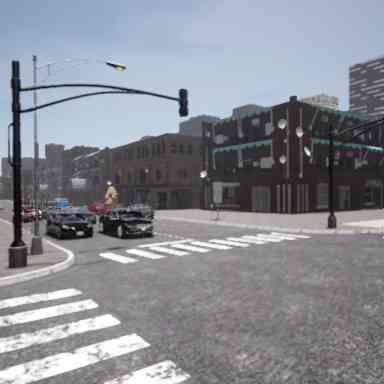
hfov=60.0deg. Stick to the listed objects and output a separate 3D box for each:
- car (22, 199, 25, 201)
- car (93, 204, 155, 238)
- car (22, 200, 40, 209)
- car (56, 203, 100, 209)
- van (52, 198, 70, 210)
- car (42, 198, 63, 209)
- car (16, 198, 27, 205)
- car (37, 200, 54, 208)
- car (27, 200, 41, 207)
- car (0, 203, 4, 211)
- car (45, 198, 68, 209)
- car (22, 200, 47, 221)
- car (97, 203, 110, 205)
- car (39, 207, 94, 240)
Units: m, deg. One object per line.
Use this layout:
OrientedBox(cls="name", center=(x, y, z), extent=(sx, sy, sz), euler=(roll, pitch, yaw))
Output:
OrientedBox(cls="car", center=(-20.396, 1.868, 42.480), extent=(2.097, 1.767, 4.553), euler=(-1, 0, -35))
OrientedBox(cls="car", center=(-3.859, 1.698, 19.146), extent=(1.837, 1.490, 4.892), euler=(-1, 0, -34))
OrientedBox(cls="car", center=(-29.129, 2.181, 60.191), extent=(2.128, 1.511, 4.902), euler=(-1, 0, -36))
OrientedBox(cls="car", center=(-9.096, 1.861, 26.569), extent=(1.994, 1.385, 4.181), euler=(-1, 0, -35))
OrientedBox(cls="van", center=(-21.061, 1.892, 53.304), extent=(1.690, 1.788, 3.998), euler=(-2, 0, -35))
OrientedBox(cls="car", center=(-24.273, 1.925, 57.811), extent=(2.192, 1.841, 5.009), euler=(-2, 0, -35))
OrientedBox(cls="car", center=(-43.541, 2.395, 84.859), extent=(1.967, 1.590, 4.097), euler=(-2, 0, -35))
OrientedBox(cls="car", center=(-27.480, 2.213, 62.320), extent=(1.887, 1.381, 4.507), euler=(-2, 0, -35))
OrientedBox(cls="car", center=(-33.903, 2.350, 71.336), extent=(1.947, 1.339, 4.313), euler=(-2, 0, -35))
OrientedBox(cls="car", center=(-30.993, 2.229, 52.809), extent=(1.752, 1.417, 4.829), euler=(-2, 0, -35))
OrientedBox(cls="car", center=(-14.610, 1.757, 34.293), extent=(2.097, 1.767, 4.553), euler=(-1, 0, -35))
OrientedBox(cls="car", center=(-15.035, 1.842, 30.408), extent=(1.967, 1.590, 4.097), euler=(-2, 0, -35))
OrientedBox(cls="car", center=(-8.208, 1.889, 35.273), extent=(1.802, 1.307, 4.206), euler=(-2, 0, -35))
OrientedBox(cls="car", center=(-7.079, 1.810, 19.036), extent=(1.947, 1.339, 4.313), euler=(-2, 0, -35))
